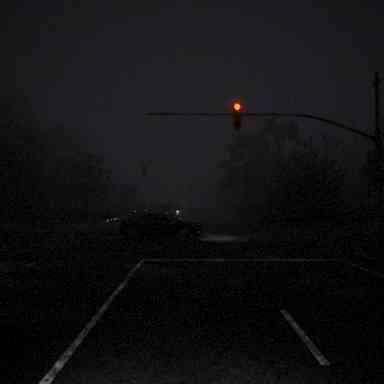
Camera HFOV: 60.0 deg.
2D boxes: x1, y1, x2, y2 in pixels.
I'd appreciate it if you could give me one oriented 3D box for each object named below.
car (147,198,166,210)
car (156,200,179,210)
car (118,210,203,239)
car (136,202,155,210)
[{"bbox_3d":[-6.954,2.688,64.349,2.150,2.045,5.566,0,1,1],"label":"car"},{"bbox_3d":[-3.530,2.619,48.984,2.150,2.045,5.566,0,-1,0],"label":"car"},{"bbox_3d":[-1.815,1.947,19.363,4.892,1.490,1.837,0,-2,3],"label":"car"},{"bbox_3d":[-7.031,2.735,48.190,2.097,1.767,4.553,0,-1,0],"label":"car"}]
